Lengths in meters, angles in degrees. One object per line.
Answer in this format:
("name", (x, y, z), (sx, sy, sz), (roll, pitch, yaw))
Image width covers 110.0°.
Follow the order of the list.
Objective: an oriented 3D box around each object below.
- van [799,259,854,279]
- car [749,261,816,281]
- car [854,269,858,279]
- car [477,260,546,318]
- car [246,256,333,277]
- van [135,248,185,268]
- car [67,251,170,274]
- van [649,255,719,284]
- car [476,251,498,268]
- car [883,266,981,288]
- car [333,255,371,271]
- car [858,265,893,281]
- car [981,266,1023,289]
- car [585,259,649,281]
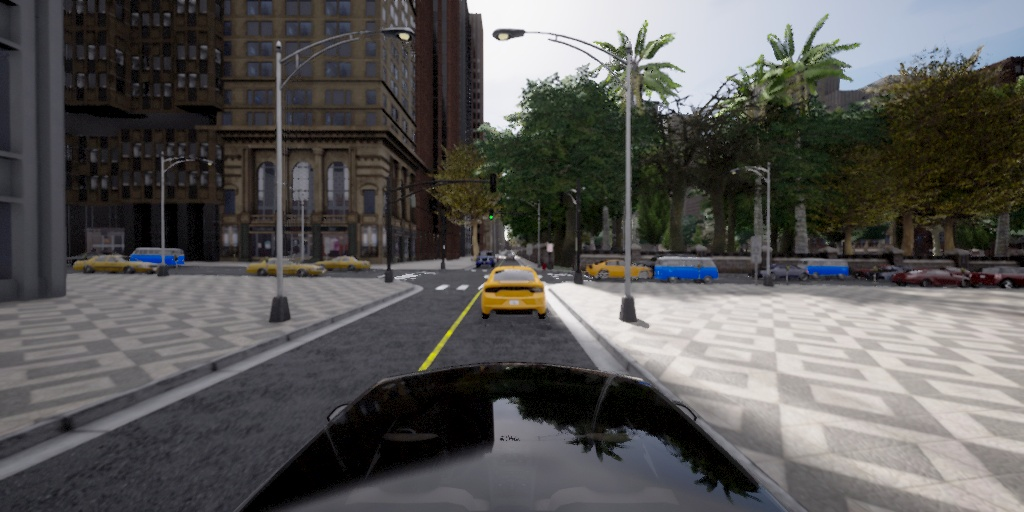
("van", (28.306, 1.179, 32.826), (3.998, 1.789, 1.690), (0, 0, 0))
("car", (22.401, 1.328, 30.144), (4.181, 1.385, 1.994), (1, 1, 0))
("car", (33.830, 1.475, 32.835), (4.507, 1.381, 1.888), (0, 0, 0))
("car", (0.045, 1.077, 12.207), (1.882, 1.535, 5.008), (0, 1, 0))
("car", (-15.160, 0.715, 24.237), (4.829, 1.417, 1.751), (0, 0, 0))
("van", (-32.360, 0.174, 32.737), (3.998, 1.789, 1.690), (0, 0, 0))
("car", (-26.500, 0.528, 24.221), (4.829, 1.417, 1.751), (0, 0, 0))
("van", (11.758, 0.981, 24.277), (3.998, 1.789, 1.690), (0, 0, 0))
("car", (-3.318, 0.383, 45.552), (2.150, 2.045, 5.566), (0, 1, -1))
("car", (28.328, 1.498, 24.301), (4.207, 1.307, 1.802), (0, 0, 0))
("car", (-15.520, 0.637, 32.762), (4.829, 1.417, 1.751), (0, 0, 0))
("car", (32.411, 1.495, 30.156), (4.181, 1.385, 1.994), (1, 1, -1))
("car", (33.852, 1.447, 24.309), (4.097, 1.591, 1.967), (0, 0, 0))
("car", (8.120, 1.029, 27.376), (5.008, 1.535, 1.882), (1, -2, -3))
